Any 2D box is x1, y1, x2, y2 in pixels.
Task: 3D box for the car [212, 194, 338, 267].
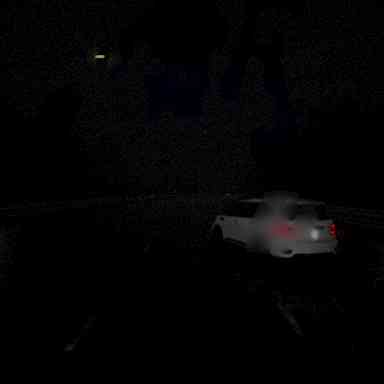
[{"bbox_3d":[2.543,1.225,11.703,2.150,2.045,5.566,1,0,-18],"label":"car"}]
